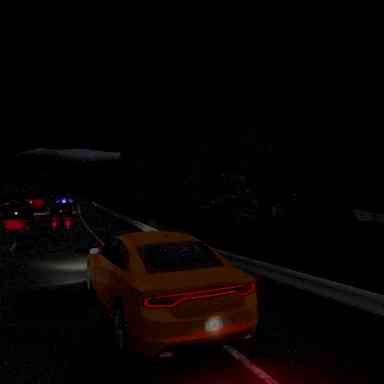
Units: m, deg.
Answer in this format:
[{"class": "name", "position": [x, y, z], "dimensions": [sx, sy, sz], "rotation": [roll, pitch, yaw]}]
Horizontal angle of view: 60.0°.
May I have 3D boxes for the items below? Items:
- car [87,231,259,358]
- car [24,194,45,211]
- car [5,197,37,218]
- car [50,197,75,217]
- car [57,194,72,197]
[{"class": "car", "position": [-0.780, 1.478, 6.321], "dimensions": [1.882, 1.535, 5.008], "rotation": [0, 0, -25]}, {"class": "car", "position": [-18.857, 1.221, 39.635], "dimensions": [2.150, 2.045, 5.566], "rotation": [0, 0, -19]}, {"class": "car", "position": [-15.355, 1.505, 29.778], "dimensions": [1.837, 1.490, 4.892], "rotation": [0, 0, -20]}, {"class": "car", "position": [-12.268, 1.491, 31.408], "dimensions": [2.128, 1.511, 4.902], "rotation": [0, 0, -19]}, {"class": "car", "position": [-15.782, 1.221, 41.281], "dimensions": [2.150, 2.045, 5.566], "rotation": [0, 0, -19]}]
